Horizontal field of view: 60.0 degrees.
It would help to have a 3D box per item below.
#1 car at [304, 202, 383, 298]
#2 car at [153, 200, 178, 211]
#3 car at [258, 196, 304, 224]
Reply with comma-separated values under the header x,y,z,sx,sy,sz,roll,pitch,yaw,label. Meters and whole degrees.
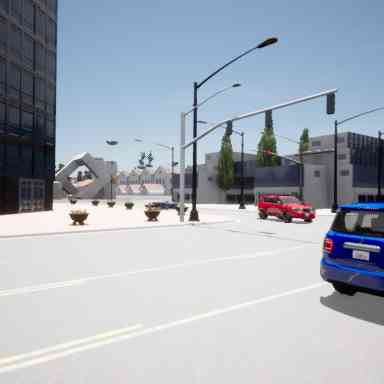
x,y,z,sx,sy,sz,roll,pitch,yaw,label
5.232,1.240,7.526,5.566,2.045,2.150,0,0,-35,car
-3.307,1.695,43.398,1.895,1.301,4.718,1,-1,-35,car
7.392,1.323,26.520,2.150,2.045,5.566,1,-1,-20,car
